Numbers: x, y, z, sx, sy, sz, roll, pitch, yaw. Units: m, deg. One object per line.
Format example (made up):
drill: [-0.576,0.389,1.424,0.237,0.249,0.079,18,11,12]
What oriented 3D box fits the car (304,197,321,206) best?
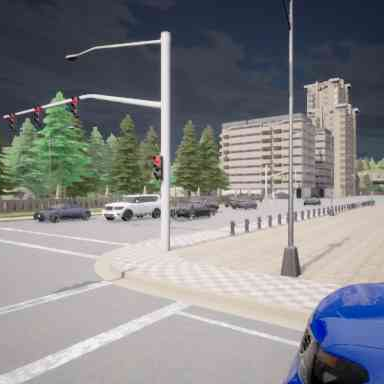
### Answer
car: [20.195,1.564,55.706,1.994,1.385,4.181,0,0,35]

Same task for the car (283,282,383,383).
car: [3.316,1.221,1.601,5.566,2.045,2.150,0,0,36]

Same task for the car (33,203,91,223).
car: [-9.977,1.564,25.799,1.994,1.385,4.181,0,0,36]

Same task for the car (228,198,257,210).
car: [6.909,1.564,43.412,1.994,1.385,4.181,0,0,36]

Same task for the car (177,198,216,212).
car: [0.665,1.547,40.714,2.033,1.411,5.357,0,0,36]

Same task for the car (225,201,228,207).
car: [6.491,1.564,48.822,1.994,1.385,4.181,0,0,36]

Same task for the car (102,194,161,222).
car: [-4.683,1.221,27.192,2.150,2.045,5.566,0,0,35]

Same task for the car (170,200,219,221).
car: [0.032,1.601,27.400,1.895,1.301,4.718,0,0,35]

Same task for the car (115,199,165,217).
car: [-5.012,1.491,32.758,2.128,1.511,4.902,0,0,35]
